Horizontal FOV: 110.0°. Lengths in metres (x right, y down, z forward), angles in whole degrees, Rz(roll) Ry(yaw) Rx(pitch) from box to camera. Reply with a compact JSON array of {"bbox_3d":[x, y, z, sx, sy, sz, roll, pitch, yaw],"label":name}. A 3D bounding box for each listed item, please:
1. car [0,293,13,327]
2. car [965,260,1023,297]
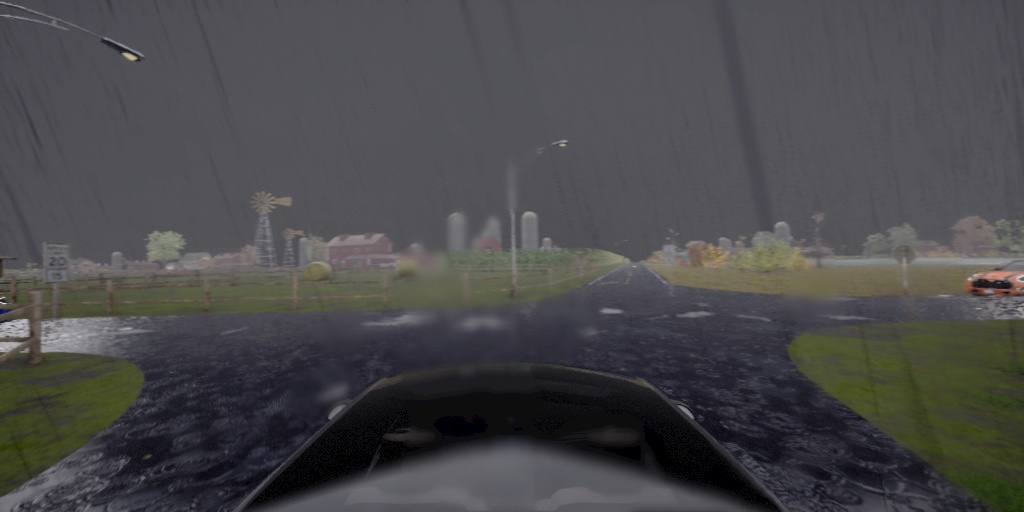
[{"bbox_3d":[-17.272,1.304,9.481,5.566,2.045,2.150,-1,-1,-5],"label":"car"},{"bbox_3d":[22.504,0.896,15.290,4.553,1.767,2.097,-1,-1,-1],"label":"car"}]
